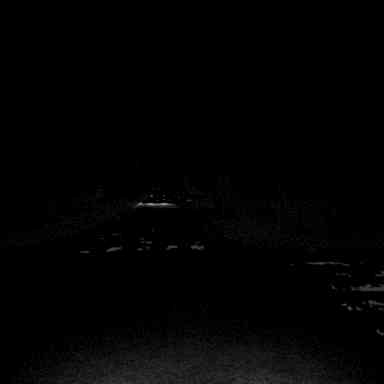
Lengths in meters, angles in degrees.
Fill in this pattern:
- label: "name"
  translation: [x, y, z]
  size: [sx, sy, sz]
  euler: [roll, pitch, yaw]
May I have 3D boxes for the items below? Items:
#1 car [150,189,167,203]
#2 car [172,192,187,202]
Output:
- label: "car"
  translation: [-4.526, 0.479, 45.197]
  size: [2.097, 1.767, 4.553]
  euler: [0, 2, -2]
- label: "car"
  translation: [-1.719, 0.677, 45.747]
  size: [1.994, 1.385, 4.181]
  euler: [0, 2, 0]
